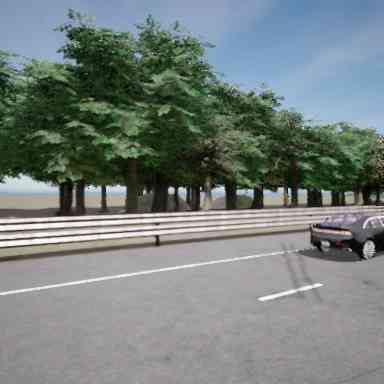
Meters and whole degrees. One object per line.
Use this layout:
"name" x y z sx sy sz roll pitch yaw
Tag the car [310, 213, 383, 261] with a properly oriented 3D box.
"car" 6.520 1.544 12.478 4.902 1.511 2.128 0 0 -33
